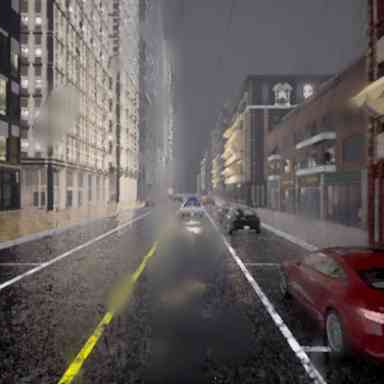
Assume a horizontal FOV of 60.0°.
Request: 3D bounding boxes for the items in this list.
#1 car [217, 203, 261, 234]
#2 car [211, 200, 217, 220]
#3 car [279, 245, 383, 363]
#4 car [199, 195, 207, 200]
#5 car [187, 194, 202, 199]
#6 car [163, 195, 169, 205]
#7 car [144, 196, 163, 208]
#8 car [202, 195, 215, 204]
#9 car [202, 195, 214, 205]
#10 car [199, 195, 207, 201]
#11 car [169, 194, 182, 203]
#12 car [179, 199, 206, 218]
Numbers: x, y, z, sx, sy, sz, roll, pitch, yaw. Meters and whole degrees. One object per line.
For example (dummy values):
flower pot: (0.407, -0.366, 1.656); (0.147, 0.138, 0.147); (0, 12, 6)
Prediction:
car: (2.699, 1.516, 18.619); (2.008, 1.369, 4.403); (0, 0, 0)
car: (2.702, 1.505, 24.267); (2.008, 1.369, 4.403); (0, 0, 0)
car: (2.744, 1.571, 5.701); (1.802, 1.307, 4.206); (0, 0, 0)
car: (2.727, 1.434, 86.401); (1.947, 1.339, 4.313); (0, 0, 0)
car: (0.090, 1.395, 46.760); (1.882, 1.535, 5.008); (0, 0, 0)
car: (-5.665, 1.445, 58.162); (1.887, 1.381, 4.507); (0, 0, 0)
car: (-5.669, 1.467, 46.864); (2.008, 1.369, 4.403); (0, 0, 0)
car: (2.713, 1.491, 52.510); (1.802, 1.307, 4.206); (0, 0, 0)
car: (2.715, 1.342, 58.158); (1.967, 1.590, 4.097); (0, 0, 0)
car: (2.724, 1.399, 80.922); (1.752, 1.417, 4.829); (0, 0, 0)
car: (-2.974, 1.430, 67.925); (1.994, 1.385, 4.181); (0, 0, 0)
car: (0.027, 1.545, 29.784); (1.895, 1.301, 4.718); (0, 0, 0)
